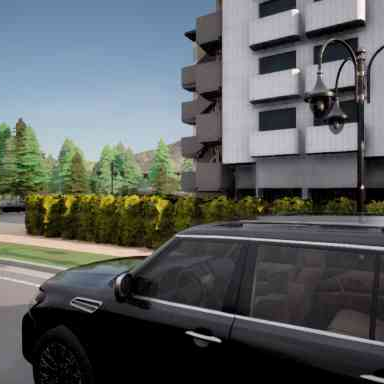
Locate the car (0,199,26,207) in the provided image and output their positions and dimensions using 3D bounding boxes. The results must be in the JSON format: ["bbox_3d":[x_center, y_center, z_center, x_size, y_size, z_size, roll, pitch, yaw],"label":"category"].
[{"bbox_3d":[-18.192,1.491,33.490,2.128,1.511,4.902,0,0,33],"label":"car"}]

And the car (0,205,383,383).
[{"bbox_3d":[0.743,1.221,3.139,5.566,2.045,2.150,0,0,34],"label":"car"}]
